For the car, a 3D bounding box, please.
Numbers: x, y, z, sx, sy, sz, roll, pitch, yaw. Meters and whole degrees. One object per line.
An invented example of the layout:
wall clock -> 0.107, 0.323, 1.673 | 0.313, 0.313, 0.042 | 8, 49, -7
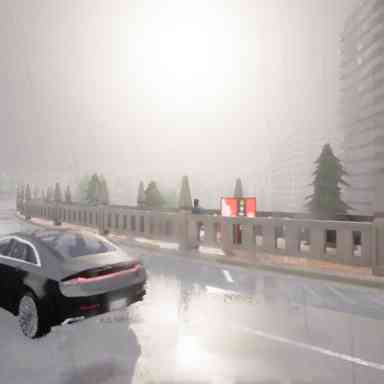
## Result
car -> -2.969, 1.491, 6.639 | 4.902, 1.511, 2.128 | 0, 0, 40

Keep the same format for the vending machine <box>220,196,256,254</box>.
vending machine -> 1.764, 1.195, 12.652 | 0.880, 2.100, 1.100 | 0, 0, 41

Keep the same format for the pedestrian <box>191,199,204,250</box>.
pedestrian -> 0.137, 1.141, 12.074 | 0.375, 1.860, 0.375 | 0, 0, 41
